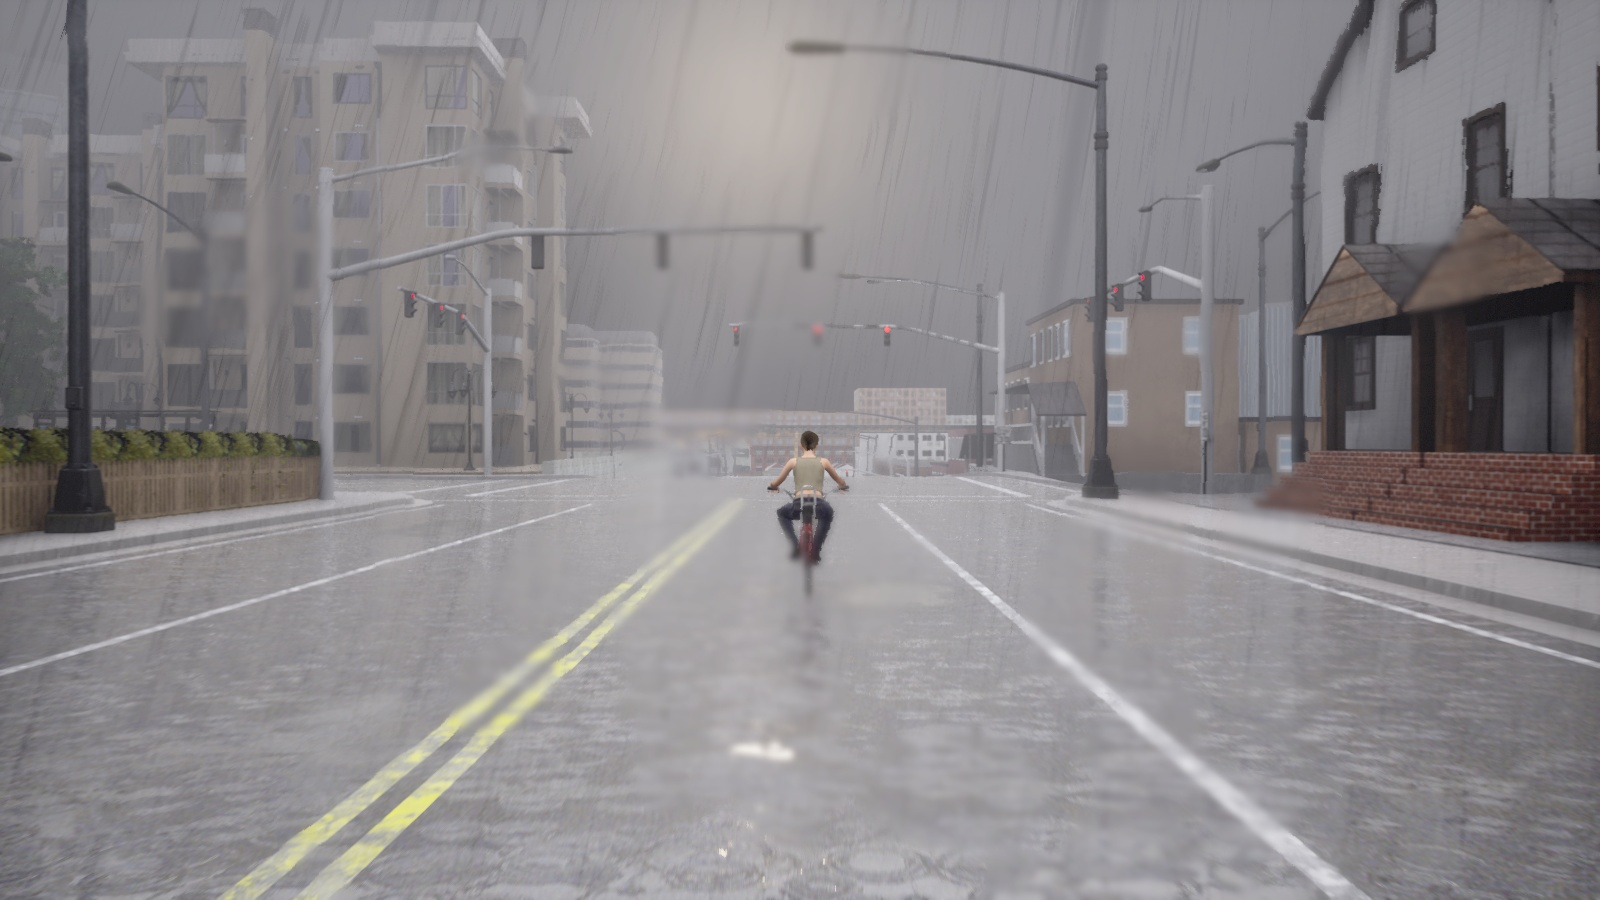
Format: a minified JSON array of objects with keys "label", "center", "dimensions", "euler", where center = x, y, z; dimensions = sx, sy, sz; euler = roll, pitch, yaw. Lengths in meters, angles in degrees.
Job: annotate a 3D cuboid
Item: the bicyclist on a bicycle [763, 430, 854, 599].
[{"label":"bicyclist on a bicycle","center":[0.089,0.611,12.720],"dimensions":[0.866,1.612,1.509],"euler":[0,0,0]}]
